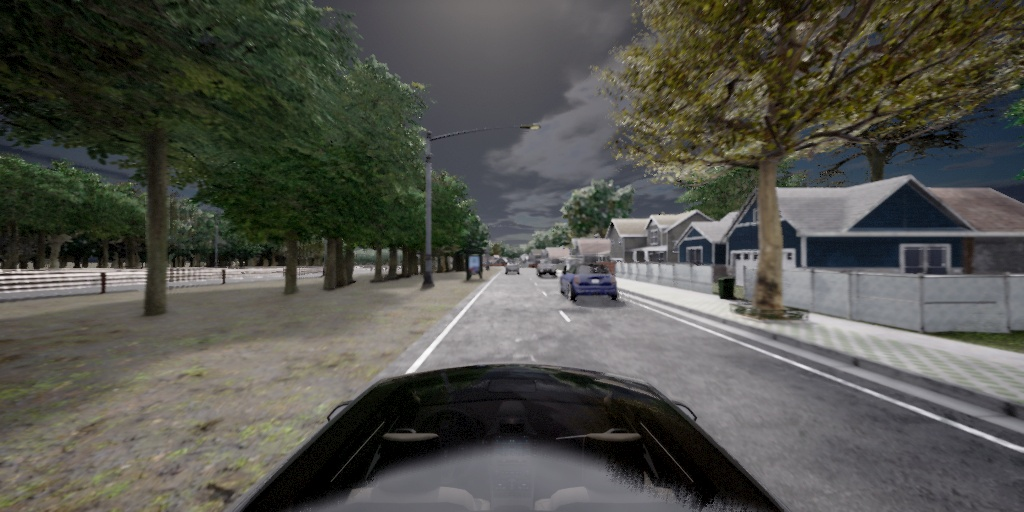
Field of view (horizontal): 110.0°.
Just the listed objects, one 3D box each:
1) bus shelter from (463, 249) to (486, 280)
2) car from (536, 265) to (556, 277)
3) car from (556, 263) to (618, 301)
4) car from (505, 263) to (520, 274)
[{"bbox_3d":[-3.496,0.775,33.055,1.920,2.740,3.880,0,0,0],"label":"bus shelter"},{"bbox_3d":[3.605,1.579,38.433,1.895,1.301,4.718,0,-1,0],"label":"car"},{"bbox_3d":[3.598,1.118,17.602,2.097,1.767,4.553,0,0,0],"label":"car"},{"bbox_3d":[0.067,1.649,48.006,2.128,1.511,4.902,0,-1,0],"label":"car"}]
